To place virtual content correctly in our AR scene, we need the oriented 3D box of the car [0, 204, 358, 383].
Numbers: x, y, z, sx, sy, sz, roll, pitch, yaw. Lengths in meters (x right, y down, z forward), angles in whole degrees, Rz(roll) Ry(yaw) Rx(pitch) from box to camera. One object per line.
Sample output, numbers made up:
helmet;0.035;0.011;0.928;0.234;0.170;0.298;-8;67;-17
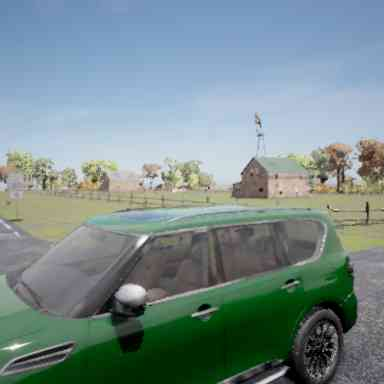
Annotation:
car;-0.397;1.211;3.706;5.566;2.045;2.150;0;0;-35
